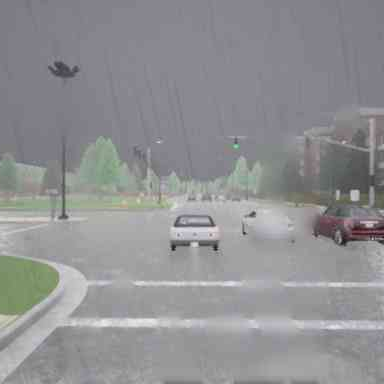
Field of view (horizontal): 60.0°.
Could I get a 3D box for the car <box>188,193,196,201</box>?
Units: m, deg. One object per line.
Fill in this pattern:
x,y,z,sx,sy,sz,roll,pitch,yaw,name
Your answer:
-0.031,1.210,89.481,2.150,2.045,5.566,0,0,0,car

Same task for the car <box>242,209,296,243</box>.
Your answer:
3.592,1.537,16.072,1.812,1.442,4.674,0,0,0,car

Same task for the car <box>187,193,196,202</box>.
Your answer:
-0.026,1.533,79.034,1.882,1.535,5.008,0,0,0,car

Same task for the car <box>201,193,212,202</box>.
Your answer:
3.474,1.281,79.066,2.150,2.045,5.566,0,0,0,car

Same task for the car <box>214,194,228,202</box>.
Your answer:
6.974,1.580,79.454,1.812,1.442,4.674,0,0,0,car

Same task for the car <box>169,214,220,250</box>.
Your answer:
0.100,1.611,14.301,1.895,1.301,4.718,0,0,0,car

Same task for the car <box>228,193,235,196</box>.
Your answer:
10.469,1.210,89.487,2.150,2.045,5.566,0,0,0,car

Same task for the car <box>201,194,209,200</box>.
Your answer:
3.469,1.340,89.423,2.097,1.767,4.553,0,0,0,car

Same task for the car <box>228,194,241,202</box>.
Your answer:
10.474,1.651,79.486,1.895,1.301,4.718,0,0,0,car

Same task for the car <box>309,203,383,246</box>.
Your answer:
7.100,1.363,15.429,2.097,1.767,4.553,0,0,0,car

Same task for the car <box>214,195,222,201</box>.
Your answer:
6.969,1.485,89.455,1.837,1.490,4.892,0,0,0,car
